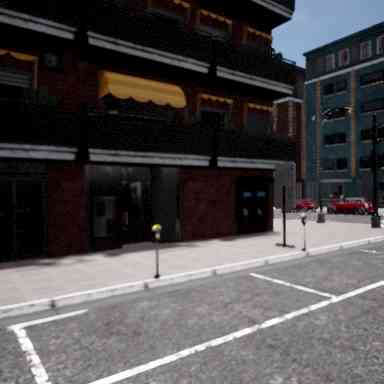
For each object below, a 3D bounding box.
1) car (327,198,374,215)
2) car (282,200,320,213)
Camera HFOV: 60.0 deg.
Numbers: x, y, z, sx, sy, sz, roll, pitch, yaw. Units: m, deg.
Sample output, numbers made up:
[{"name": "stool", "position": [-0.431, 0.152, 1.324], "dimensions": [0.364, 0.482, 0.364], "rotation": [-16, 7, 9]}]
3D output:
[{"name": "car", "position": [14.636, 1.249, 30.783], "dimensions": [1.967, 1.590, 4.097], "rotation": [-2, 0, -35]}, {"name": "car", "position": [11.451, 1.458, 35.324], "dimensions": [1.802, 1.307, 4.206], "rotation": [-2, 0, -35]}]
